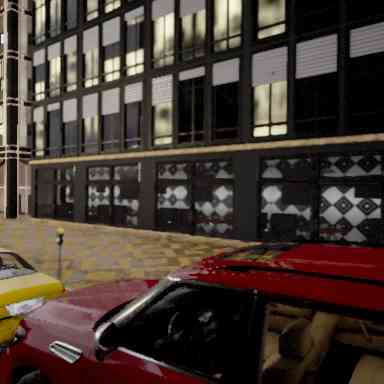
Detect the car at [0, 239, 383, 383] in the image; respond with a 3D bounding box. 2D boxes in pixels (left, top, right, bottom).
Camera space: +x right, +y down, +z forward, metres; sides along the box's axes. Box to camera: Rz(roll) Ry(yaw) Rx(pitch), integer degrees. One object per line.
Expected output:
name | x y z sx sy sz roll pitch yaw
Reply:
car | 0.668 1.310 2.391 5.009 1.841 2.192 0 1 36
